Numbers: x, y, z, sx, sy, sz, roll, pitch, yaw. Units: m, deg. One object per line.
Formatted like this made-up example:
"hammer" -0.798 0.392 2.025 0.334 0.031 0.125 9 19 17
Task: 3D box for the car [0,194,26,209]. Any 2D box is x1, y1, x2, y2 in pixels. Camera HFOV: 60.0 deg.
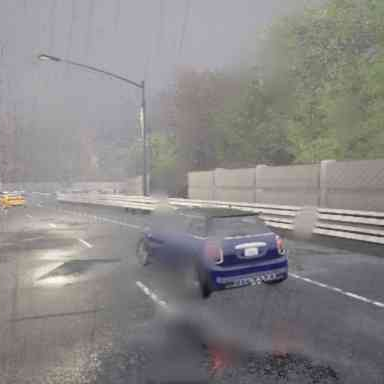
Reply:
"car" -19.847 0.973 36.375 1.882 1.535 5.008 -2 2 -44

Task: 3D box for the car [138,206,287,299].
"car" 0.187 1.153 8.347 2.097 1.767 4.553 -2 1 -27
